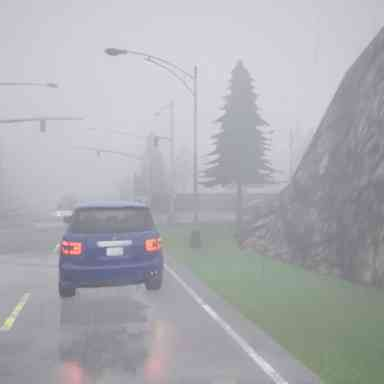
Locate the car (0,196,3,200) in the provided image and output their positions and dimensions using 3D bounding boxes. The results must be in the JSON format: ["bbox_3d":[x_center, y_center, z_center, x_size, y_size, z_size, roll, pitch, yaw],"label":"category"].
[{"bbox_3d":[-36.278,1.394,61.347,1.845,1.501,3.633,0,0,-16],"label":"car"}]

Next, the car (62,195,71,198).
[{"bbox_3d":[-16.252,1.506,42.885,2.128,1.511,4.902,0,0,-17],"label":"car"}]

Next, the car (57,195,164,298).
[{"bbox_3d":[-2.214,1.224,8.890,2.150,2.045,5.566,0,0,-16],"label":"car"}]

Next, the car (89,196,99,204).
[{"bbox_3d":[-19.029,1.547,64.602,1.812,1.442,4.674,0,0,-17],"label":"car"}]

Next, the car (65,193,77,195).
[{"bbox_3d":[-19.119,1.239,52.437,2.150,2.045,5.566,0,0,-17],"label":"car"}]

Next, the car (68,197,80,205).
[{"bbox_3d":[-21.980,1.584,62.130,1.994,1.385,4.181,0,0,-16],"label":"car"}]

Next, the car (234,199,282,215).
[{"bbox_3d":[6.623,1.515,33.222,4.892,1.490,1.837,0,0,-18],"label":"car"}]
